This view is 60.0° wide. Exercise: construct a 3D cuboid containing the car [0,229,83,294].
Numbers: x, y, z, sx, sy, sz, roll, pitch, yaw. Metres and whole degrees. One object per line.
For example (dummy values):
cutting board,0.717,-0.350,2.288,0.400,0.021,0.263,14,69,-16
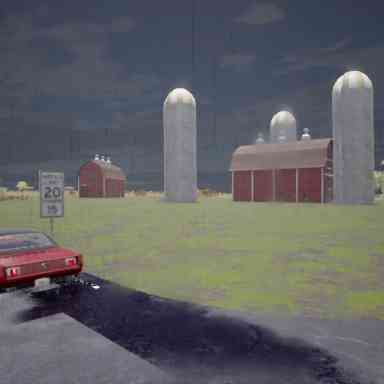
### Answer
car,-4.805,1.607,8.484,4.718,1.301,1.895,0,0,42
